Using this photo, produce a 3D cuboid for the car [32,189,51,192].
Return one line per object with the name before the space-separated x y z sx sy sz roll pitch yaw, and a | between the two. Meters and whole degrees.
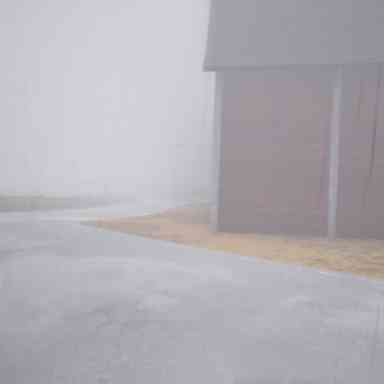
car | -34.904 -0.112 76.147 4.718 1.301 1.895 2 0 10
